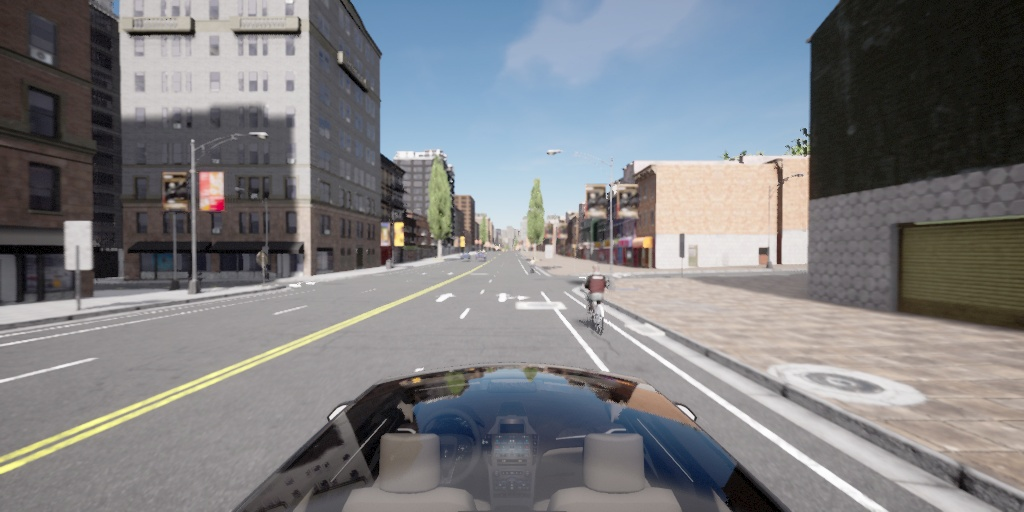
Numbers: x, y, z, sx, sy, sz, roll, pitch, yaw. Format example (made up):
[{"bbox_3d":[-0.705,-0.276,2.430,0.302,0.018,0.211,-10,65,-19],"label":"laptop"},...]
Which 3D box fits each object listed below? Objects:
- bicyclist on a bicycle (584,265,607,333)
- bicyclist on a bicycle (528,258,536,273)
[{"bbox_3d":[2.247,1.113,9.792,0.659,1.776,1.843,0,0,0],"label":"bicyclist on a bicycle"},{"bbox_3d":[2.245,1.056,39.392,0.866,1.612,1.509,0,1,0],"label":"bicyclist on a bicycle"}]
